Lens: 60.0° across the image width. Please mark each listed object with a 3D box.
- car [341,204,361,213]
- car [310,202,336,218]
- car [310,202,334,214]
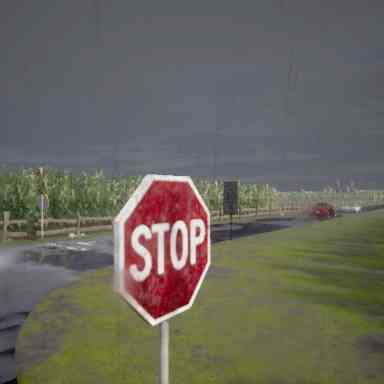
[{"bbox_3d":[23.677,2.401,49.358,1.895,1.301,4.718,-1,-1,37],"label":"car"},{"bbox_3d":[14.704,2.153,37.302,1.994,1.385,4.181,-1,-1,37],"label":"car"},{"bbox_3d":[18.468,2.252,46.966,1.882,1.535,5.008,-1,-1,37],"label":"car"}]
